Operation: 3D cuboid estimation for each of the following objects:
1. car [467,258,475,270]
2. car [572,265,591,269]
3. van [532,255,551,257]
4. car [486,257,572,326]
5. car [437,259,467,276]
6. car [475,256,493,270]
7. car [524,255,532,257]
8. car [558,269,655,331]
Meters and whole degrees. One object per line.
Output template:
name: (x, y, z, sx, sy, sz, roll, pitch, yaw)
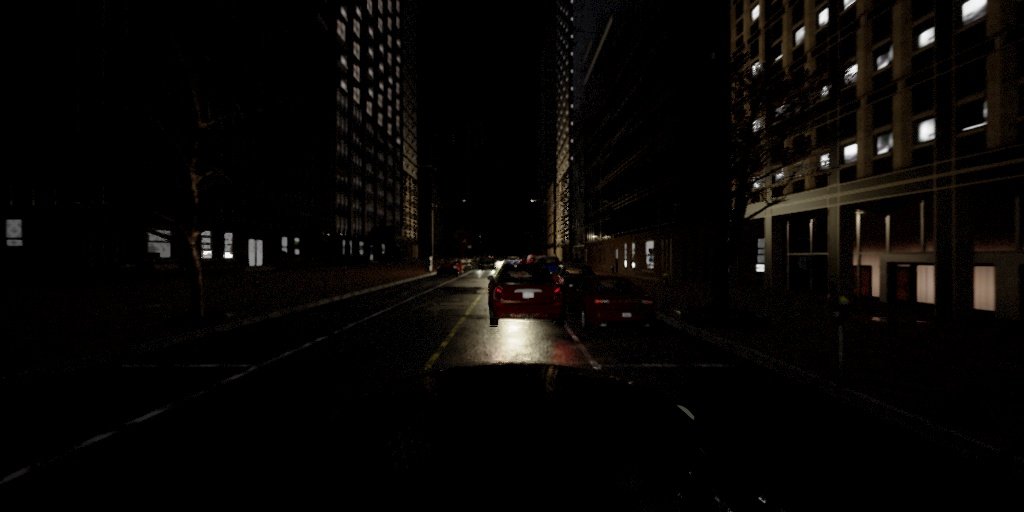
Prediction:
car: (-5.697, 0.999, 44.463, 2.007, 1.370, 4.403, 0, 0, 0)
car: (2.689, 1.088, 16.284, 1.967, 1.591, 4.097, 0, 0, 0)
van: (2.686, 0.910, 27.566, 1.690, 1.789, 3.998, 0, 0, 0)
car: (0.294, 1.033, 11.529, 2.097, 1.767, 4.553, 0, 0, -4)
car: (-5.695, 0.970, 33.178, 1.967, 1.591, 4.097, 0, 0, 0)
car: (-3.046, 0.924, 44.687, 1.882, 1.535, 5.008, 0, 0, 1)
car: (2.684, 0.803, 38.849, 2.192, 1.841, 5.009, 0, 0, 0)
car: (2.689, 1.233, 10.643, 1.888, 1.381, 4.507, 0, 0, 0)
